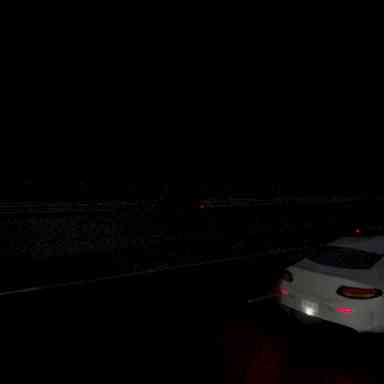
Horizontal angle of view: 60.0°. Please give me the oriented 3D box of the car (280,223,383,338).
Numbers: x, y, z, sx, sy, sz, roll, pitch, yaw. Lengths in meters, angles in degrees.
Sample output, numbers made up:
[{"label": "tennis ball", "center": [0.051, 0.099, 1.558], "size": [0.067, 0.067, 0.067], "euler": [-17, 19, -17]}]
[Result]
[{"label": "car", "center": [3.652, 1.543, 6.317], "size": [4.674, 1.442, 1.812], "euler": [0, 0, -35]}]

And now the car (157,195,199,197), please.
[{"label": "car", "center": [-1.776, 1.235, 24.129], "size": [5.566, 2.045, 2.150], "euler": [0, 0, -35]}]

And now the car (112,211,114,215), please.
[{"label": "car", "center": [-3.757, 1.556, 27.017], "size": [5.357, 1.411, 2.033], "euler": [0, 0, -35]}]

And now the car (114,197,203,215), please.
[{"label": "car", "center": [-1.903, 1.364, 19.764], "size": [4.553, 1.767, 2.097], "euler": [0, 0, -35]}]

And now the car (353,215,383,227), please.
[{"label": "car", "center": [9.016, 1.626, 14.332], "size": [4.718, 1.301, 1.895], "euler": [0, 0, -35]}]
